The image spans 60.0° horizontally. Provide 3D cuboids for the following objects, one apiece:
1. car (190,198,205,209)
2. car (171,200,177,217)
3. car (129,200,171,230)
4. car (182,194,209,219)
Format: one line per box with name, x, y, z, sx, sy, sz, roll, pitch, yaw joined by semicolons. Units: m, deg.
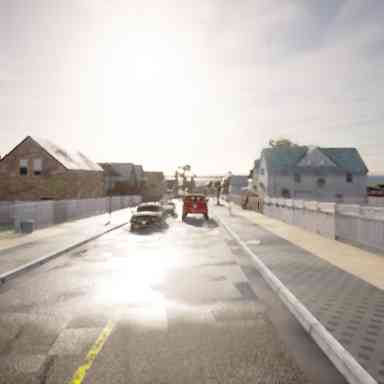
car;0.766;1.490;45.304;1.994;1.385;4.181;0;0;2
car;-2.423;1.475;31.234;2.033;1.411;5.357;0;0;1
car;-2.606;1.450;20.660;1.837;1.490;4.892;0;0;1
car;0.294;1.157;28.539;2.150;2.045;5.566;0;0;2
